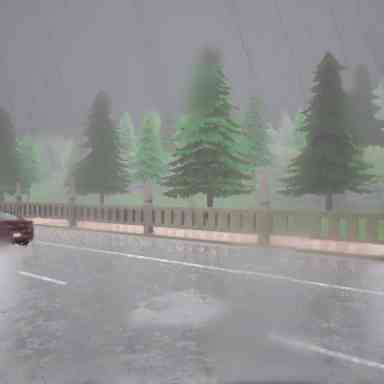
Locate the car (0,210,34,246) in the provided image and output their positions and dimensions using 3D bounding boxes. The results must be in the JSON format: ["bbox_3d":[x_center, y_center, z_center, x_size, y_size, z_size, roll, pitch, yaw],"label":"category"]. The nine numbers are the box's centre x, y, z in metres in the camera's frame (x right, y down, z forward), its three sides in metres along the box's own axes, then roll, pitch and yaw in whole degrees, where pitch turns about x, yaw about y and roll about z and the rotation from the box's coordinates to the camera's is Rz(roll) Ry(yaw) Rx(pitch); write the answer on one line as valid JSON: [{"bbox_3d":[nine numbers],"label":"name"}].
[{"bbox_3d":[-8.704,1.482,13.986,5.008,1.535,1.882,0,0,33],"label":"car"}]
